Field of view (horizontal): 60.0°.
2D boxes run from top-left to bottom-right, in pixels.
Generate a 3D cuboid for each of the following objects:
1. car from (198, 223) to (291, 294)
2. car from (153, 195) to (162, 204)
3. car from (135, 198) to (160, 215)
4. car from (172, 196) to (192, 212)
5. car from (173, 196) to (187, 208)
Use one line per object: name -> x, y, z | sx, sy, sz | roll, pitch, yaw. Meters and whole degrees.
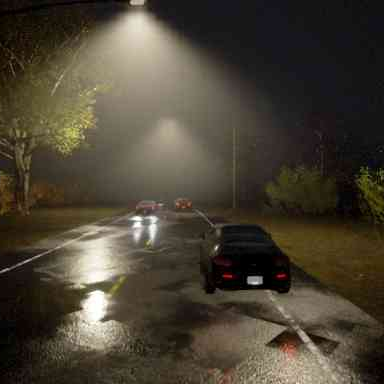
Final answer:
car -> 1.174, 1.519, 8.653 | 1.812, 1.442, 4.674 | 0, 0, -1
car -> -6.486, 1.368, 61.285 | 1.837, 1.490, 4.892 | 0, 0, -6
car -> -4.452, 1.550, 32.798 | 1.895, 1.301, 4.718 | 0, 0, -3
car -> -1.031, 1.461, 37.513 | 1.812, 1.442, 4.674 | 0, 0, -3
car -> -1.725, 1.413, 47.694 | 1.837, 1.490, 4.892 | 0, 0, -4
